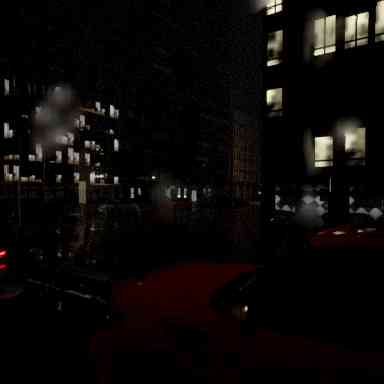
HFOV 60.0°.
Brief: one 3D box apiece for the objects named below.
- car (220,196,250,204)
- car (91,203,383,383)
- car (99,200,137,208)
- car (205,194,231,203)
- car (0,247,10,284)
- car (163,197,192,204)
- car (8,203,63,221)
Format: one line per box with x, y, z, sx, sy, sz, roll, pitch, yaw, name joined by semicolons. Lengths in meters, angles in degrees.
6.848;1.757;49.798;2.033;1.411;5.357;1;0;37;car
1.668;1.221;2.496;5.566;2.045;2.150;0;0;35;car
-7.788;1.619;35.462;1.812;1.442;4.674;1;0;37;car
4.321;1.406;51.689;2.150;2.045;5.566;1;0;37;car
-6.238;1.522;8.109;4.674;1.442;1.812;0;0;35;car
-1.913;1.490;43.357;2.097;1.767;4.553;1;0;37;car
-13.157;1.615;28.217;1.994;1.385;4.181;1;0;37;car
